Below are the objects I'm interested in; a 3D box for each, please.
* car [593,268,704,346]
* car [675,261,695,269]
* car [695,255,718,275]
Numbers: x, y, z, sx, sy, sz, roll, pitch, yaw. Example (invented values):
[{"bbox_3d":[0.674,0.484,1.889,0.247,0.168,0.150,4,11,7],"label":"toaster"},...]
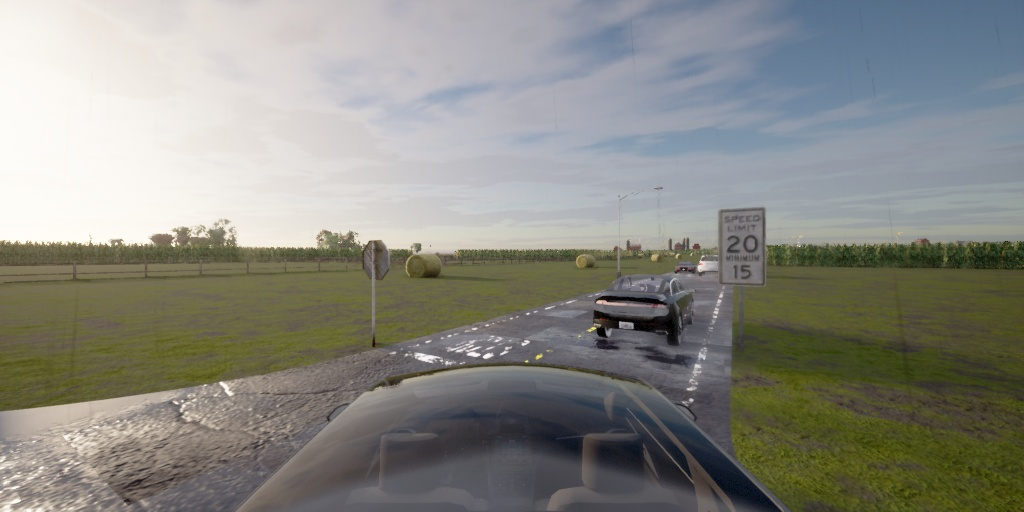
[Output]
[{"bbox_3d":[3.670,1.241,9.566,2.128,1.511,4.902,0,0,32],"label":"car"},{"bbox_3d":[19.857,1.282,40.943,1.994,1.385,4.181,0,0,32],"label":"car"},{"bbox_3d":[20.151,0.946,36.093,2.150,2.045,5.566,0,0,33],"label":"car"}]
